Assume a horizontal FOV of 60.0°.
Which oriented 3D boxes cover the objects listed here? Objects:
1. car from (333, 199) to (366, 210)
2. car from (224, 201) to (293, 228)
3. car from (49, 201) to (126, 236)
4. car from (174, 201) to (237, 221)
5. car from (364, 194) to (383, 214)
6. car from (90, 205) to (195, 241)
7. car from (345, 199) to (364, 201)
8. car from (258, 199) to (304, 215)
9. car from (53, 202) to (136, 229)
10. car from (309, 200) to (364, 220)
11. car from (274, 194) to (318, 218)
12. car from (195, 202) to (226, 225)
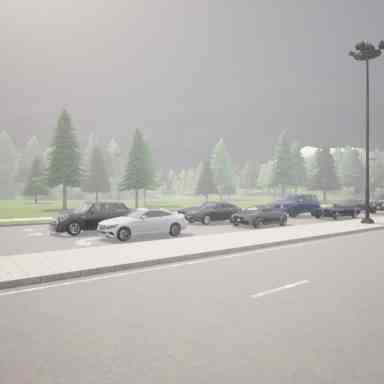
[{"bbox_3d":[20.593,1.601,43.395,4.718,1.301,1.895,0,0,-37],"label":"car"},{"bbox_3d":[4.469,1.564,22.119,4.181,1.385,1.994,0,0,-39],"label":"car"},{"bbox_3d":[-5.548,1.352,18.716,4.553,1.767,2.097,0,0,-38],"label":"car"},{"bbox_3d":[1.262,1.547,28.489,5.357,1.411,2.033,0,0,-38],"label":"car"},{"bbox_3d":[20.607,1.221,34.623,5.566,2.045,2.150,0,0,-38],"label":"car"},{"bbox_3d":[-2.392,1.526,16.741,4.674,1.442,1.812,0,0,-38],"label":"car"},{"bbox_3d":[17.971,1.506,37.013,4.892,1.490,1.837,0,0,-38],"label":"car"},{"bbox_3d":[9.369,1.492,34.816,4.902,1.511,2.128,0,0,-38],"label":"car"},{"bbox_3d":[-6.471,1.478,22.436,5.008,1.535,1.882,0,0,-38],"label":"car"},{"bbox_3d":[12.295,1.601,28.219,4.718,1.301,1.895,0,0,-38],"label":"car"},{"bbox_3d":[9.516,1.220,30.499,5.566,2.045,2.150,0,0,-38],"label":"car"},{"bbox_3d":[1.640,1.505,24.340,4.892,1.490,1.837,0,0,-38],"label":"car"}]
